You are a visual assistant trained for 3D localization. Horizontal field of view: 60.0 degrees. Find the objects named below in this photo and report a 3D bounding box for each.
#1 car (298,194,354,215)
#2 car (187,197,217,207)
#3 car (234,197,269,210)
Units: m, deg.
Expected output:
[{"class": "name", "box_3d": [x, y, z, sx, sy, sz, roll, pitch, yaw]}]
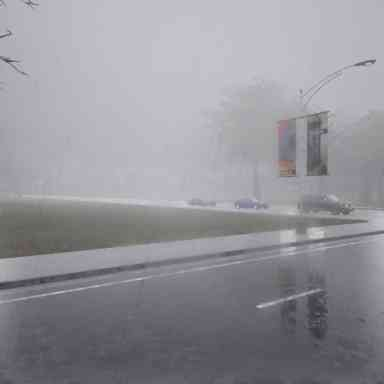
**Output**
[{"class": "car", "box_3d": [13.518, 1.224, 33.989, 2.150, 2.045, 5.566, 0, 0, -36]}, {"class": "car", "box_3d": [1.424, 1.483, 50.569, 2.033, 1.411, 5.357, 0, 0, -36]}, {"class": "car", "box_3d": [7.507, 1.444, 42.223, 1.882, 1.535, 5.008, 0, 0, -36]}]
